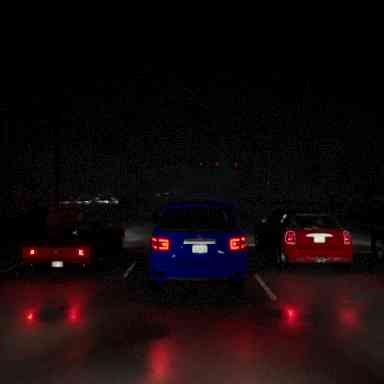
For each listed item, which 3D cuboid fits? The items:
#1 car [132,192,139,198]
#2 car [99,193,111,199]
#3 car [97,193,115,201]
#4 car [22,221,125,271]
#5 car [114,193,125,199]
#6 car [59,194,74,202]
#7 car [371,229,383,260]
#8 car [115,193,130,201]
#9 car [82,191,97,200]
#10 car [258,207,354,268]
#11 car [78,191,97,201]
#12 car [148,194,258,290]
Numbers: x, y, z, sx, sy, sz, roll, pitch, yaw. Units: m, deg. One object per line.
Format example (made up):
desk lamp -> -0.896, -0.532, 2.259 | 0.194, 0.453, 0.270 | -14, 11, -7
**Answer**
car -> -15.010, 0.887, 85.831 | 2.097, 1.767, 4.553 | 0, 0, -3
car -> -21.945, 1.069, 83.746 | 1.812, 1.442, 4.674 | 0, 0, -1
car -> -18.233, 1.187, 69.763 | 1.994, 1.385, 4.181 | 0, 0, -1
car -> -3.489, 1.580, 10.839 | 1.895, 1.301, 4.718 | 0, 0, 0
car -> -18.469, 1.039, 84.642 | 1.837, 1.490, 4.892 | 0, 0, -1
car -> -25.196, 1.155, 66.520 | 1.837, 1.490, 4.892 | 0, 0, -1
car -> 7.018, 1.474, 9.406 | 2.128, 1.511, 4.902 | 0, 0, 0
car -> -14.744, 1.223, 70.708 | 1.895, 1.301, 4.718 | 0, 0, -1
car -> -25.411, 0.776, 82.694 | 2.150, 2.045, 5.566 | 0, 0, -1
car -> 3.505, 1.331, 11.303 | 2.097, 1.767, 4.553 | 0, 0, 0
car -> -21.715, 1.122, 68.165 | 1.882, 1.535, 5.008 | 0, 0, -1
car -> 0.043, 1.204, 9.202 | 2.150, 2.045, 5.566 | 0, 0, -2
